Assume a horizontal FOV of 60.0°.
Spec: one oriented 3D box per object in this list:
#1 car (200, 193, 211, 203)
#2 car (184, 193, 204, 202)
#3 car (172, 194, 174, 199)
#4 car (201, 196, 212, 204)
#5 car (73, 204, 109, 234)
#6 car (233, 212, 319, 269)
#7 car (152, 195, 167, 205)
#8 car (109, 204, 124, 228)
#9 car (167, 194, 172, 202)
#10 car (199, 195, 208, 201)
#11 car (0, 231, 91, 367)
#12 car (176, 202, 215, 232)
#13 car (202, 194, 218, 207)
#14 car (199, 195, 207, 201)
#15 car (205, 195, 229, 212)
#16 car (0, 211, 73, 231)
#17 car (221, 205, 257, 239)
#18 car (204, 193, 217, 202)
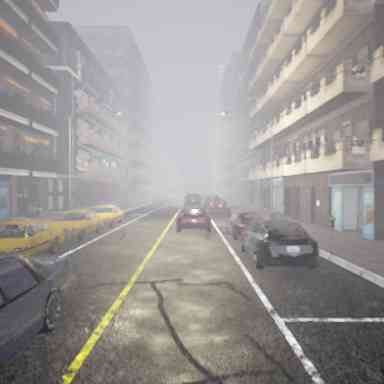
[{"bbox_3d":[2.692,1.206,67.507,2.192,1.841,5.009,-1,0,0],"label":"car"},{"bbox_3d":[0.112,1.146,43.579,2.150,2.045,5.566,0,0,0],"label":"car"},{"bbox_3d":[-5.684,1.323,73.206,1.967,1.590,4.097,-1,0,0],"label":"car"},{"bbox_3d":[2.694,1.424,62.013,1.752,1.417,4.829,-1,0,0],"label":"car"},{"bbox_3d":[-5.697,1.496,16.398,1.752,1.417,4.829,-1,0,0],"label":"car"},{"bbox_3d":[2.683,1.546,10.869,1.947,1.339,4.313,-1,0,0],"label":"car"},{"bbox_3d":[-5.688,1.433,56.045,1.752,1.417,4.829,-1,0,0],"label":"car"},{"bbox_3d":[-5.696,1.486,22.062,1.752,1.417,4.829,-1,0,0],"label":"car"},{"bbox_3d":[-5.685,1.416,67.372,1.752,1.417,4.829,-1,0,0],"label":"car"},{"bbox_3d":[2.699,1.441,78.835,1.947,1.339,4.313,-1,0,0],"label":"car"},{"bbox_3d":[-3.099,1.540,3.999,2.033,1.411,5.357,0,0,0],"label":"car"},{"bbox_3d":[0.106,1.528,20.002,1.994,1.385,4.181,0,0,0],"label":"car"},{"bbox_3d":[2.688,1.230,50.515,2.192,1.841,5.009,-1,0,0],"label":"car"},{"bbox_3d":[2.700,1.434,84.499,1.947,1.339,4.313,-1,0,0],"label":"car"},{"bbox_3d":[2.686,1.381,33.524,1.967,1.590,4.097,-1,0,0],"label":"car"},{"bbox_3d":[-5.698,1.506,10.734,1.752,1.417,4.829,-1,0,0],"label":"car"},{"bbox_3d":[2.684,1.552,16.533,1.802,1.307,4.206,-1,0,0],"label":"car"},{"bbox_3d":[2.687,1.238,44.852,2.192,1.841,5.009,-1,0,0],"label":"car"}]
